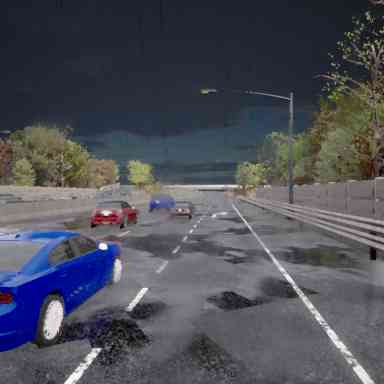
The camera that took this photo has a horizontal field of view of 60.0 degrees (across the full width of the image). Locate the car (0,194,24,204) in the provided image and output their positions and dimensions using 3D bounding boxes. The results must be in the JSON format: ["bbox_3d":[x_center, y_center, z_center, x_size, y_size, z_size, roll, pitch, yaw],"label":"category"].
[{"bbox_3d":[-24.234,1.359,43.874,2.097,1.767,4.553,0,0,6],"label":"car"}]

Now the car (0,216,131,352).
[{"bbox_3d":[-2.858,1.477,6.438,1.882,1.535,5.008,0,0,5],"label":"car"}]

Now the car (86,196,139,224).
[{"bbox_3d":[-4.948,1.351,22.024,2.097,1.767,4.553,0,0,5],"label":"car"}]

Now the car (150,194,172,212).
[{"bbox_3d":[-3.428,1.224,38.604,2.150,2.045,5.566,0,0,5],"label":"car"}]

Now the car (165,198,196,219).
[{"bbox_3d":[-0.743,1.549,29.553,2.033,1.411,5.357,0,0,5],"label":"car"}]

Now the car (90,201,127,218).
[{"bbox_3d":[-7.648,1.565,30.908,1.994,1.385,4.181,0,0,5],"label":"car"}]

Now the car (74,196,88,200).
[{"bbox_3d":[-19.339,1.503,58.638,1.882,1.535,5.008,0,0,6],"label":"car"}]

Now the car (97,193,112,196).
[{"bbox_3d":[-15.784,1.248,59.108,2.150,2.045,5.566,0,0,6],"label":"car"}]
